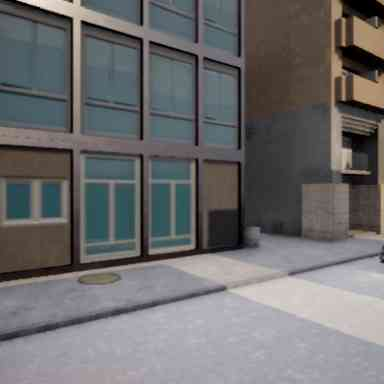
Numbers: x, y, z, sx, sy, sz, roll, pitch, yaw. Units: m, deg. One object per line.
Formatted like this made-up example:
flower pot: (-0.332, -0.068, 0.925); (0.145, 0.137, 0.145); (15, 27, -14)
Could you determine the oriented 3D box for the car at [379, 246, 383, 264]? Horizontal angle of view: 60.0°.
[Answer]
car: (7.908, 1.549, 10.204); (5.357, 1.411, 2.033); (0, 0, -35)
